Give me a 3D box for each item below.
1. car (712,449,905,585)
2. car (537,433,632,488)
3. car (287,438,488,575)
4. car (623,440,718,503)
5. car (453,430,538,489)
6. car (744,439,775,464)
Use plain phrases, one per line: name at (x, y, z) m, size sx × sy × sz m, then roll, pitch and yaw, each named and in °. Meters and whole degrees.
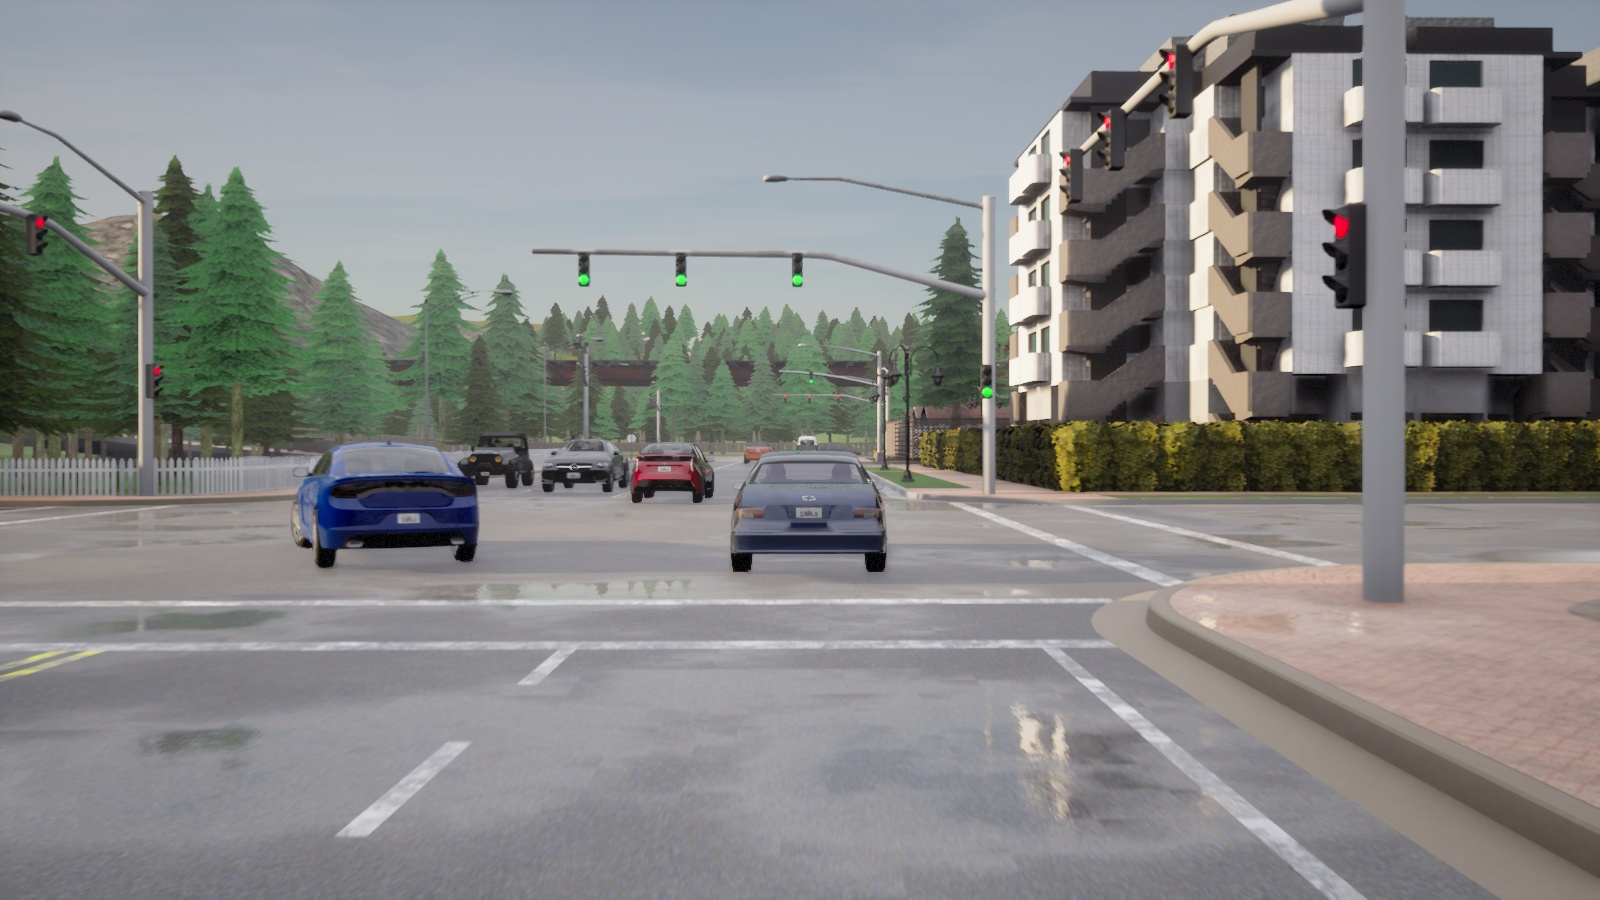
car at (0.106, 0.704, 15.938) m, size 2.033 × 1.411 × 5.357 m, roll 0°, pitch 0°, yaw 0°
car at (-6.758, 0.294, 39.957) m, size 2.152 × 1.651 × 5.027 m, roll 0°, pitch 0°, yaw 0°
car at (-5.670, 0.625, 16.816) m, size 1.882 × 1.535 × 5.008 m, roll 0°, pitch 0°, yaw -26°
car at (-3.299, 0.506, 32.820) m, size 2.007 × 1.525 × 4.514 m, roll 0°, pitch 0°, yaw 0°
car at (-10.244, 0.295, 42.487) m, size 1.905 × 1.878 × 3.866 m, roll 0°, pitch 0°, yaw 0°
car at (-2.964, 0.085, 91.880) m, size 2.097 × 1.767 × 4.553 m, roll 0°, pitch 0°, yaw 0°
